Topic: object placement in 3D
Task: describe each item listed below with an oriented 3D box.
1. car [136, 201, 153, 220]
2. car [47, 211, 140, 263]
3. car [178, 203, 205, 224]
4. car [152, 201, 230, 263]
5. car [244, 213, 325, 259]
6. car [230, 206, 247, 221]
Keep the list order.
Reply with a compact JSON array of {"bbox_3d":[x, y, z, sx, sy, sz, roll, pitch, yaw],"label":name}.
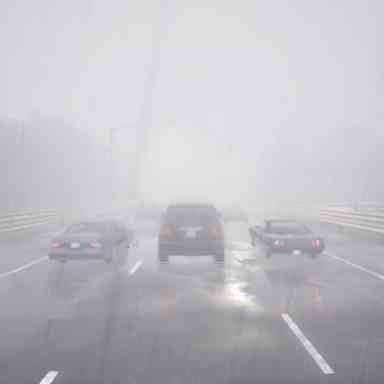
[{"bbox_3d":[-3.528,1.638,28.425,2.097,1.767,4.553,0,-1,0],"label":"car"},{"bbox_3d":[-3.510,1.678,12.526,2.033,1.411,5.357,0,-1,0],"label":"car"},{"bbox_3d":[-0.029,1.781,28.501,2.128,1.511,4.902,0,0,0],"label":"car"},{"bbox_3d":[-0.010,1.357,12.612,2.150,2.045,5.566,0,0,0],"label":"car"},{"bbox_3d":[3.496,1.740,13.268,1.895,1.301,4.718,0,-1,0],"label":"car"},{"bbox_3d":[3.463,1.828,27.521,2.033,1.411,5.357,0,0,0],"label":"car"}]
